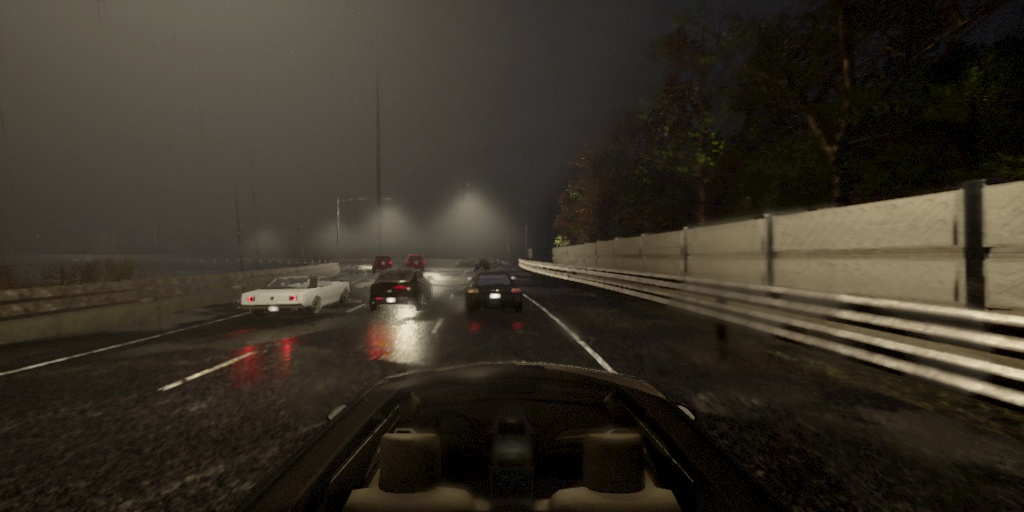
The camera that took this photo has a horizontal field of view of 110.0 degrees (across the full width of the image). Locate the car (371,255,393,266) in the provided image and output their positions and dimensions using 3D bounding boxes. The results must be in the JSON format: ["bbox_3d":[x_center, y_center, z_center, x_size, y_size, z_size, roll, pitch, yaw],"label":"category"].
[{"bbox_3d":[-15.010,0.907,41.579,2.150,2.045,5.566,0,0,-22],"label":"car"}]

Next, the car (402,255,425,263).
[{"bbox_3d":[-11.714,0.875,42.746,2.150,2.045,5.566,0,0,-22],"label":"car"}]

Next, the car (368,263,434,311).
[{"bbox_3d":[-4.361,1.231,14.493,1.837,1.490,4.892,0,0,-7],"label":"car"}]

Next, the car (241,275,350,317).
[{"bbox_3d":[-7.713,1.359,13.420,1.895,1.301,4.718,0,0,-7],"label":"car"}]

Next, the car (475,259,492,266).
[{"bbox_3d":[-3.560,1.087,44.237,1.837,1.490,4.892,-1,0,-1],"label":"car"}]

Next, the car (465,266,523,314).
[{"bbox_3d":[-0.766,1.265,13.700,1.994,1.385,4.181,0,0,-6],"label":"car"}]
